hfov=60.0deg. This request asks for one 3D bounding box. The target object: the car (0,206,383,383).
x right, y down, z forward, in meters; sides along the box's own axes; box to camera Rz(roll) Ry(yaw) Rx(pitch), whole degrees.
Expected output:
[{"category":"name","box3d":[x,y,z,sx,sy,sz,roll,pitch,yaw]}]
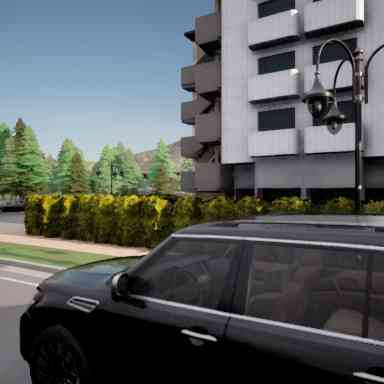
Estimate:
[{"category":"car","box3d":[0.713,1.221,3.159,5.566,2.045,2.150,0,0,34]}]

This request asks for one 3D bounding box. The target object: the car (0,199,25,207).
[{"category":"car","box3d":[-18.242,1.491,33.496,2.128,1.511,4.902,0,0,33]}]
